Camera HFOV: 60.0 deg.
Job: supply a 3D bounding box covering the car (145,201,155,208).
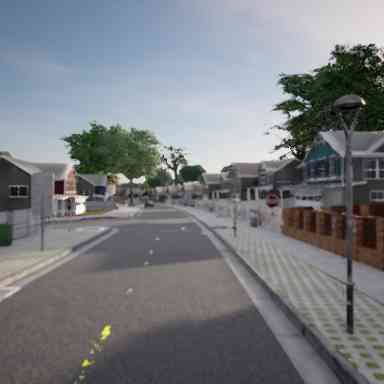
[{"bbox_3d":[-8.762,2.527,68.744,1.882,1.535,5.008,0,-1,-9],"label":"car"}]
